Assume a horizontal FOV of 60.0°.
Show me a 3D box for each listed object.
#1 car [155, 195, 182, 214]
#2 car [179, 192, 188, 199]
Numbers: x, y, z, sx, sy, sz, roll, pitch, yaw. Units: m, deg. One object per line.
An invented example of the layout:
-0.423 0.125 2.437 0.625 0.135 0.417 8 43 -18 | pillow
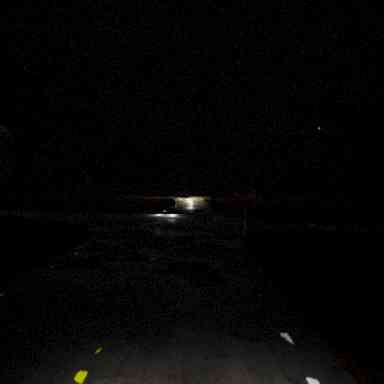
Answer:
-2.419 1.295 32.465 2.033 1.411 5.357 0 1 1 | car
-1.925 0.692 79.907 2.097 1.767 4.553 0 0 1 | car
